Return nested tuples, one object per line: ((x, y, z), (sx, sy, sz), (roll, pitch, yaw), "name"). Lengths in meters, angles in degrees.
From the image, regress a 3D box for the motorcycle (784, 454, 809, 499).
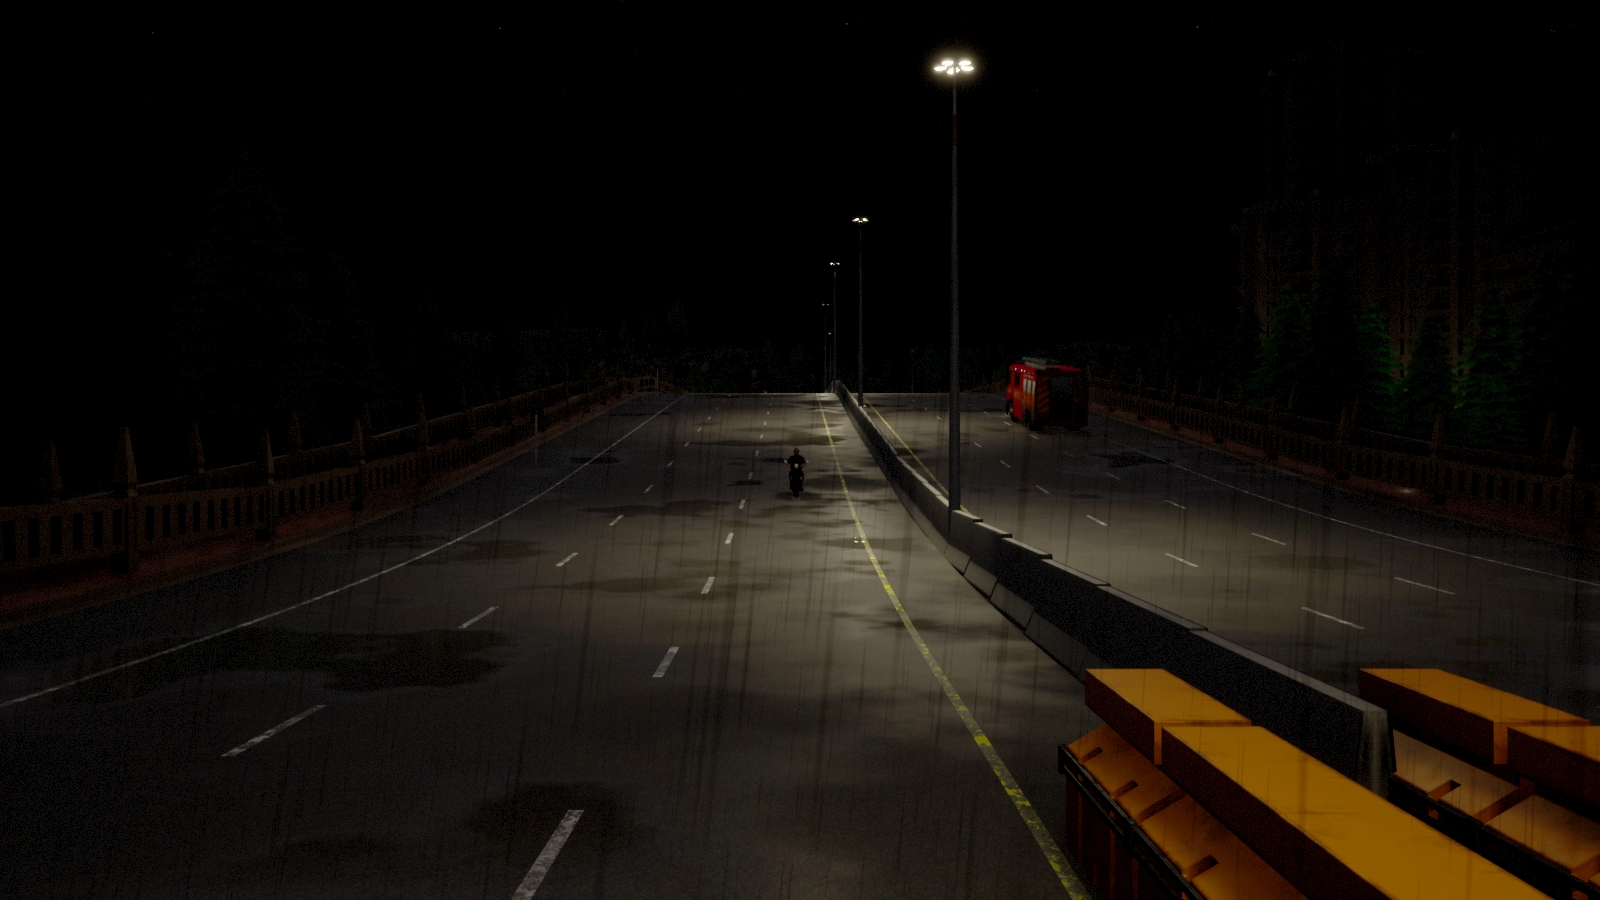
((-0.123, 0.890, 39.053), (0.856, 1.316, 1.805), (0, 5, 0), "motorcycle")
